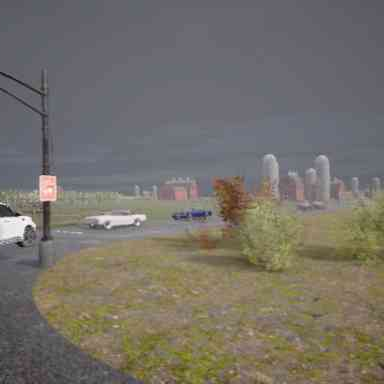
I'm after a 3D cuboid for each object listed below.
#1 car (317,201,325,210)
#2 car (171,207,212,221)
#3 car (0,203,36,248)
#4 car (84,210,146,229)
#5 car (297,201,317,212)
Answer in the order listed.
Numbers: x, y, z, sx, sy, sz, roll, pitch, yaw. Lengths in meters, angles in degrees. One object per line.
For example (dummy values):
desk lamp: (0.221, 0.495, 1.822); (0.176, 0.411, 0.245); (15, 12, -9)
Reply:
car: (21.452, 2.322, 57.176); (1.812, 1.442, 4.674); (-2, -2, 36)
car: (-0.004, 2.150, 33.548); (1.895, 1.301, 4.718); (-2, -2, 36)
car: (-8.157, 1.385, 12.733); (2.150, 2.045, 5.566); (-3, -1, 0)
car: (-5.832, 2.043, 25.504); (1.895, 1.301, 4.718); (-2, -2, 37)
car: (17.307, 2.243, 51.362); (1.812, 1.442, 4.674); (-2, -2, 36)
